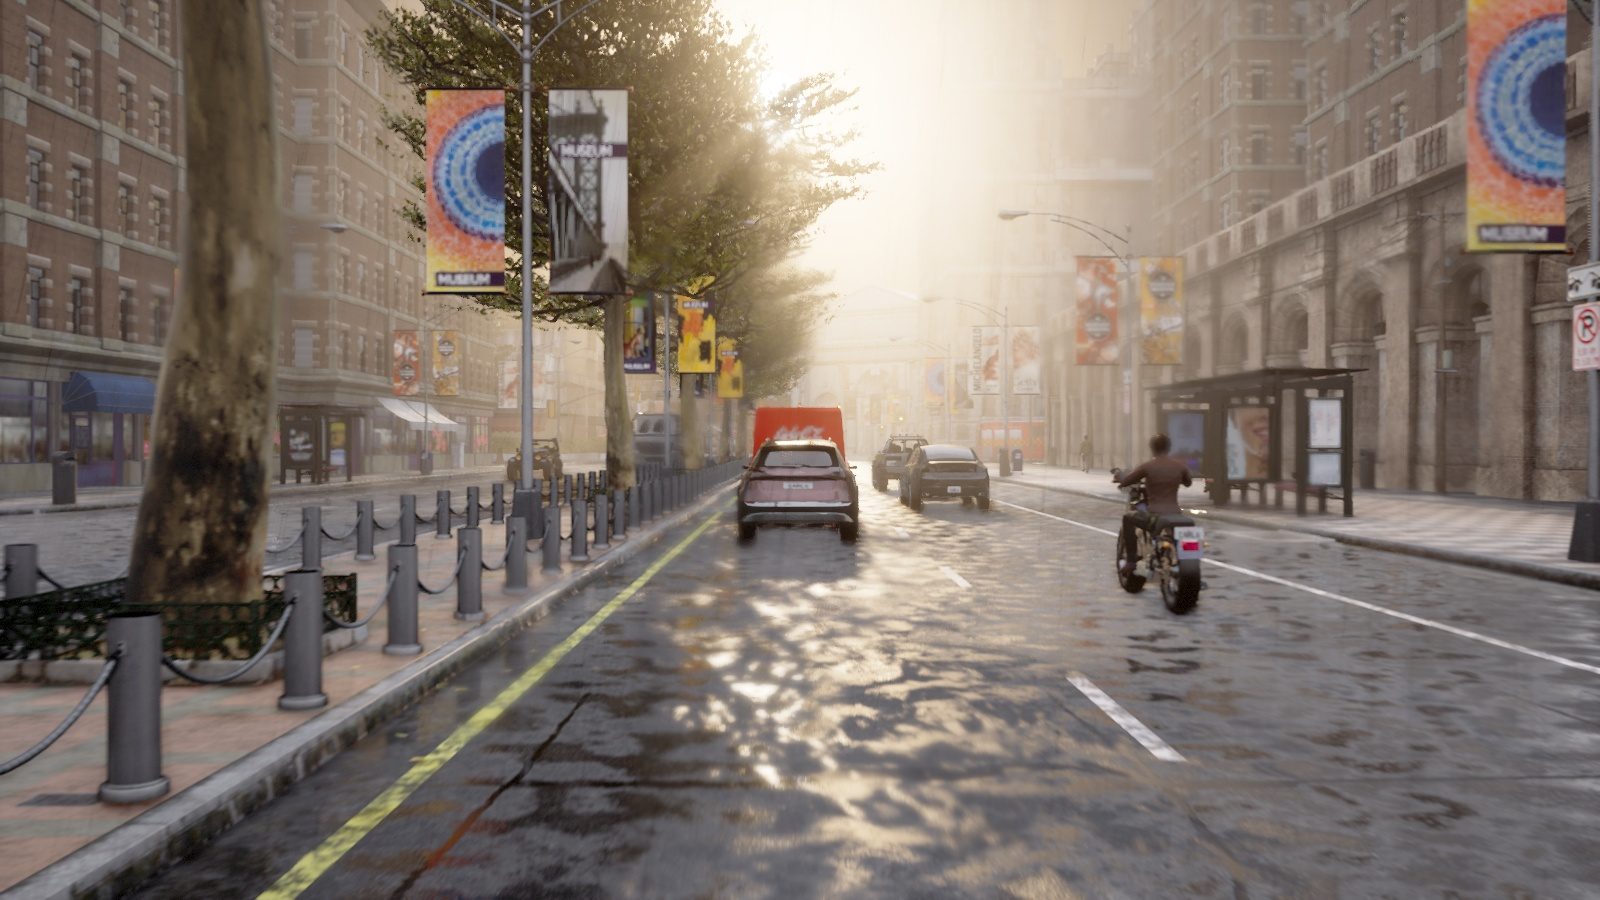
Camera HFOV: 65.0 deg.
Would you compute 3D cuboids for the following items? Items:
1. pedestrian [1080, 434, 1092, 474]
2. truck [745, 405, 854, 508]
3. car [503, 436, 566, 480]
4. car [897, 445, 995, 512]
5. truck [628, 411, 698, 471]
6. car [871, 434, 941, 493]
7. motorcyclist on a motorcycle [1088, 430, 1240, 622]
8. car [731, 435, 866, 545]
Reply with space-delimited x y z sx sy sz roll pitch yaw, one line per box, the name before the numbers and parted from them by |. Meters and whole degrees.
pedestrian | 13.509 0.188 59.303 0.431 1.840 0.709 0 0 0
truck | -0.021 0.137 32.743 2.627 2.467 5.204 0 0 0
car | -11.544 0.326 54.878 1.905 1.878 3.866 0 0 0
car | 3.482 0.638 30.771 1.837 1.490 4.892 0 0 0
truck | -8.233 -0.532 76.433 2.891 3.462 7.936 0 0 3
car | 3.475 0.407 41.888 1.932 1.855 4.605 0 0 0
motorcyclist on a motorcycle | 3.403 0.654 11.997 0.766 1.649 2.350 0 0 0
car | -0.013 0.596 21.295 2.033 1.649 4.856 0 0 0
